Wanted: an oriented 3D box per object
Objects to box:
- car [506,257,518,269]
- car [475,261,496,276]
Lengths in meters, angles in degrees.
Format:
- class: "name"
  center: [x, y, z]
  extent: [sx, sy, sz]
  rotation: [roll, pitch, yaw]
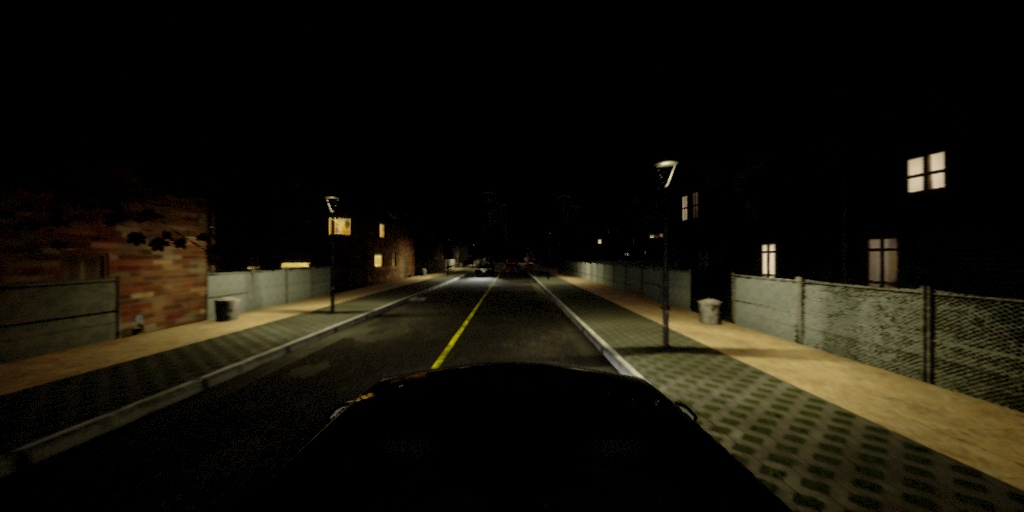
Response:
- class: "car"
  center: [-0.022, 1.271, 57.711]
  extent: [1.837, 1.490, 4.892]
  rotation: [0, 0, 0]
- class: "car"
  center: [-2.763, 1.275, 37.826]
  extent: [2.128, 1.511, 4.902]
  rotation: [0, 0, 0]
